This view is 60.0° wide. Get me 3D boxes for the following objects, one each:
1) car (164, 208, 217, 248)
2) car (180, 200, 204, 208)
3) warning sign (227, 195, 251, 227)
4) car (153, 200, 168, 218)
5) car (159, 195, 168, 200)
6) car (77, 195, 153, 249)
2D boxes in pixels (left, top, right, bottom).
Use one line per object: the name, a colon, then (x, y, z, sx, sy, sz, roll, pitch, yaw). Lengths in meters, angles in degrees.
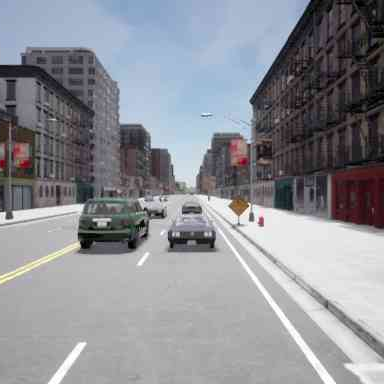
car: (0.000, 1.618, 14.680, 1.895, 1.301, 4.718, 0, 0, 0)
car: (0.000, 1.519, 29.650, 1.837, 1.490, 4.892, 0, 0, 0)
warning sign: (2.847, 1.116, 20.230, 1.300, 1.860, 1.060, 0, 0, 0)
car: (-3.250, 1.619, 29.680, 1.895, 1.301, 4.718, 0, 0, 0)
car: (-6.500, 1.478, 75.944, 2.128, 1.511, 4.902, 0, 0, 0)
car: (-3.250, 1.259, 14.679, 2.150, 2.045, 5.566, 0, 0, 0)
